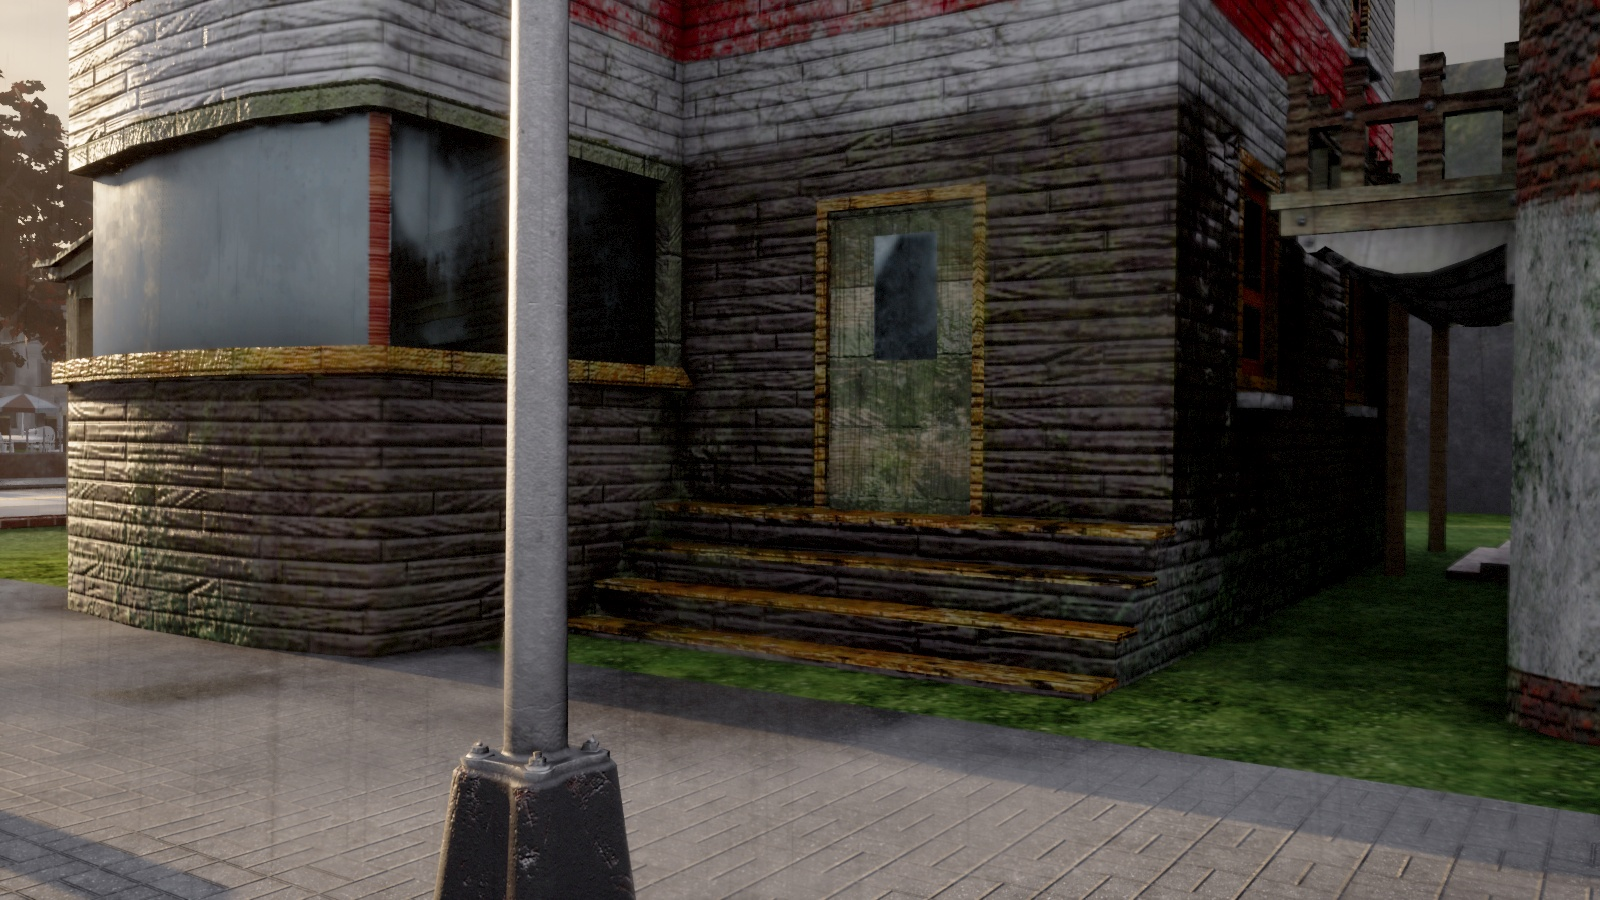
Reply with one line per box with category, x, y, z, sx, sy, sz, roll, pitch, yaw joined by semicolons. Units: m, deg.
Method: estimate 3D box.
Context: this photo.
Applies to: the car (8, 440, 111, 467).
car;-41.986;0.164;71.286;1.812;1.442;4.674;0;1;33
